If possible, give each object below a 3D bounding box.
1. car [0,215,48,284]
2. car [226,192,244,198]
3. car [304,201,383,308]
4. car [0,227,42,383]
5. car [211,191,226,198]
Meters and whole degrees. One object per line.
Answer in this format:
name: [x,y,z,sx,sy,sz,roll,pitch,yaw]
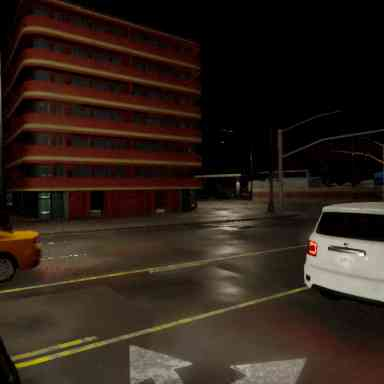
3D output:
car: [-6.370,1.478,8.044,5.008,1.535,1.882,0,0,-35]
car: [11.343,0.813,85.093,3.806,1.475,1.970,-1,1,-35]
car: [4.760,1.217,7.127,5.566,2.045,2.150,0,0,-35]
car: [-3.680,1.222,1.126,5.566,2.045,2.150,0,0,-35]
car: [7.375,0.666,89.318,4.611,1.667,2.242,-1,1,-35]
